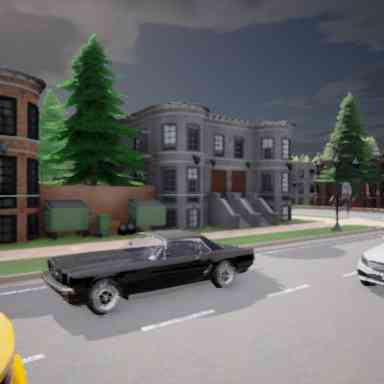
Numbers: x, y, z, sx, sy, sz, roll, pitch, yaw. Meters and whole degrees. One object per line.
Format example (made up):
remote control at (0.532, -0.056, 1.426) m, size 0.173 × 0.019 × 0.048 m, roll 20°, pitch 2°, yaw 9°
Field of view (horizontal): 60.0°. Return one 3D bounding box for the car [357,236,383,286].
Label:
car at (6.003, 1.528, 8.227) m, size 4.674 × 1.442 × 1.812 m, roll 0°, pitch 0°, yaw -35°

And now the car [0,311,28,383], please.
car at (-3.523, 1.477, 1.475) m, size 5.008 × 1.535 × 1.882 m, roll 0°, pitch 0°, yaw -35°

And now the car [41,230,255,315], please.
car at (-0.833, 1.603, 7.682) m, size 4.718 × 1.301 × 1.895 m, roll 0°, pitch 0°, yaw -35°
